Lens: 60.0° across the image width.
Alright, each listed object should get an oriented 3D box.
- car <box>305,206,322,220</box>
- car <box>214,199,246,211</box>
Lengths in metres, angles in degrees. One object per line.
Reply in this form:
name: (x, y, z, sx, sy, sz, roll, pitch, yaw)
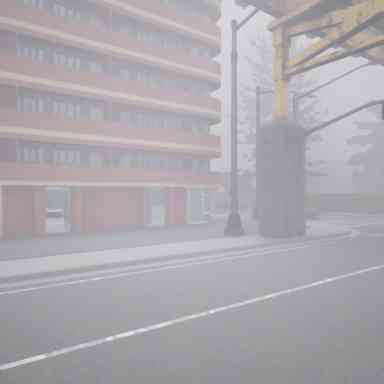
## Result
car: (8.469, 1.525, 27.748, 1.812, 1.442, 4.674, 0, 0, -35)
car: (4.469, 1.563, 39.789, 1.994, 1.385, 4.181, 0, 0, -35)
